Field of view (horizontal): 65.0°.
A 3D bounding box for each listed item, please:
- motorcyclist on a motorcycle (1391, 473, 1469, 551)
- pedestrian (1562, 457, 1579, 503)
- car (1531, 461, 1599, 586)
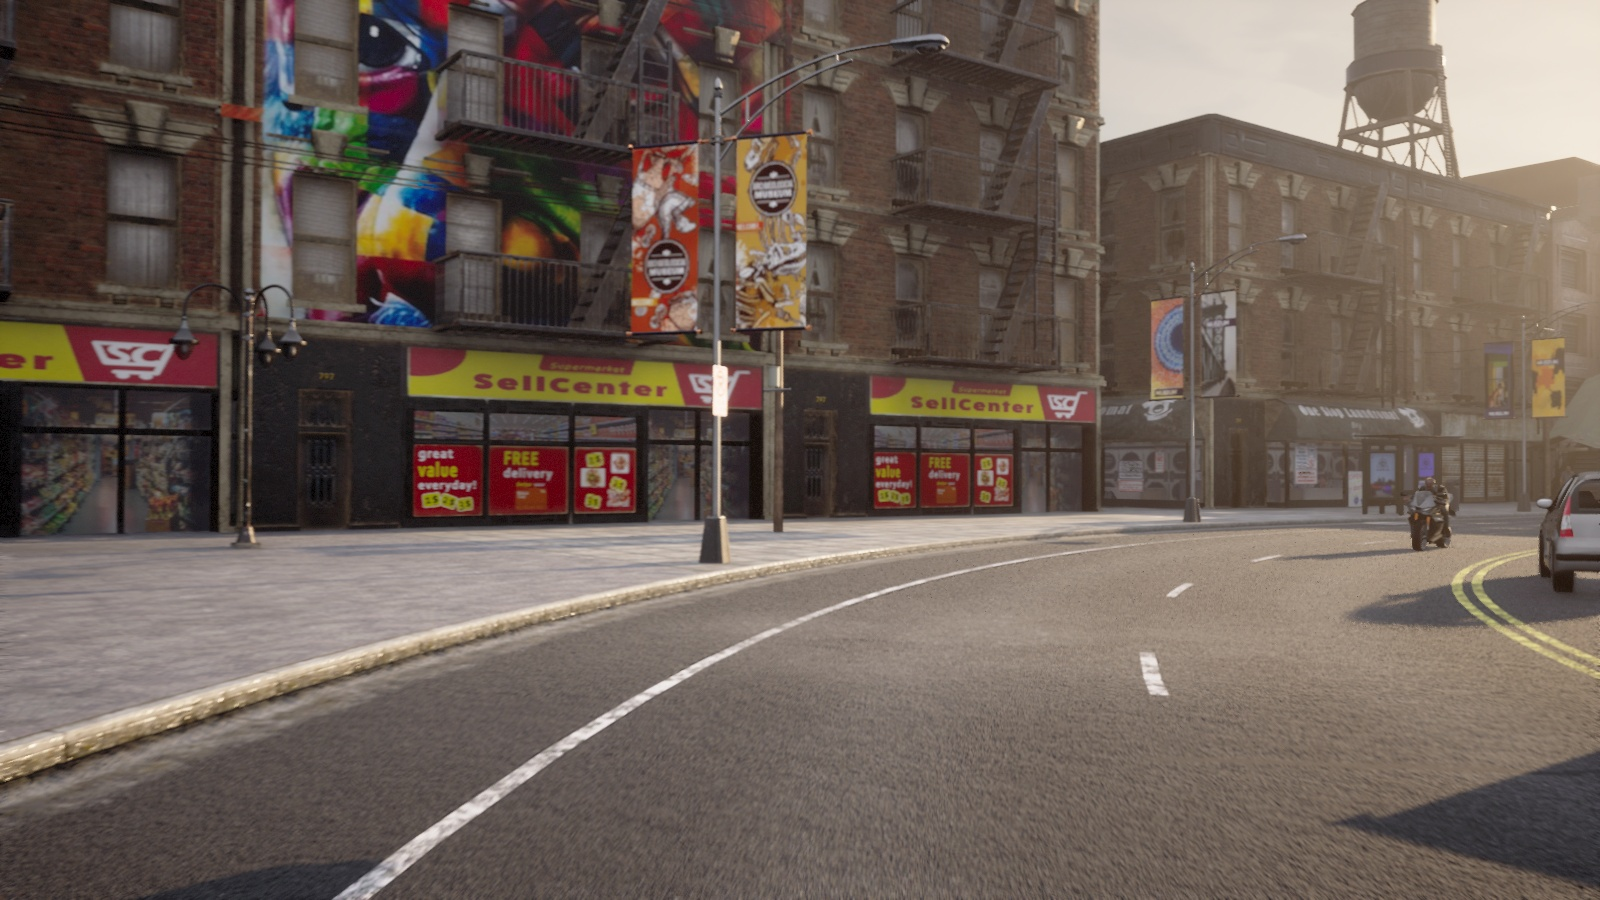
[{"bbox_3d":[13.028,1.242,25.936,0.866,1.530,2.191,-1,-1,43],"label":"motorcyclist on a motorcycle"},{"bbox_3d":[31.896,1.239,51.990,0.540,1.848,0.694,-1,-1,34],"label":"pedestrian"},{"bbox_3d":[11.586,0.975,17.888,1.851,1.617,3.988,-1,-1,28],"label":"car"}]
